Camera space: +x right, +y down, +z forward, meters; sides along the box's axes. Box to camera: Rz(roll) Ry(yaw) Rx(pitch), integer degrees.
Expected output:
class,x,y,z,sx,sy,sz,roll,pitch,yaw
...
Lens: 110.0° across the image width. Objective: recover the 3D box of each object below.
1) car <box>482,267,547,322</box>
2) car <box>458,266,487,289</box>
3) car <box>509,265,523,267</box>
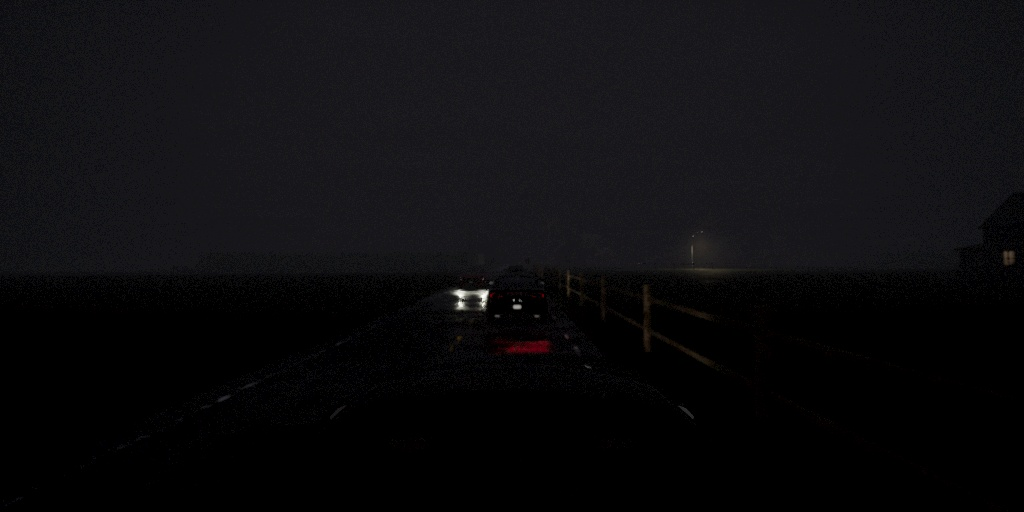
class,x,y,z,sx,sy,sz,roll,pitch,yaw
car,0.174,1.348,12.921,1.882,1.535,5.008,0,0,1
car,-2.661,1.491,26.043,1.882,1.535,5.008,0,-1,0
car,0.346,1.602,33.237,1.837,1.490,4.892,0,-1,1
